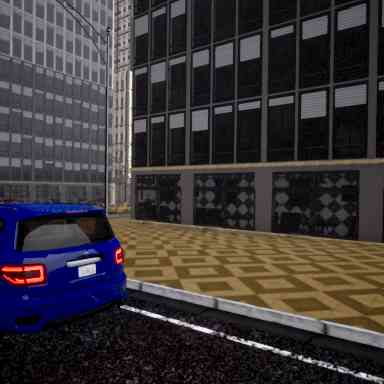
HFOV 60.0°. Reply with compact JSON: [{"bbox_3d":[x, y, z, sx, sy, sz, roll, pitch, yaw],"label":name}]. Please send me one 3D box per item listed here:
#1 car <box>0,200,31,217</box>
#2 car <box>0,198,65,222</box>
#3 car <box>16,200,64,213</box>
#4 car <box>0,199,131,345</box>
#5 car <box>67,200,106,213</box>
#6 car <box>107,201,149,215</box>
[{"bbox_3d":[-18.847,1.616,32.904,1.837,1.490,4.892,1,0,36],"label":"car"},{"bbox_3d":[-14.149,1.519,29.528,2.192,1.841,5.009,1,0,36],"label":"car"},{"bbox_3d":[-17.647,1.643,38.903,1.752,1.417,4.829,1,0,36],"label":"car"},{"bbox_3d":[-3.701,1.218,6.322,5.566,2.045,2.150,0,0,35],"label":"car"},{"bbox_3d":[-12.936,1.762,40.924,1.994,1.385,4.181,1,0,36],"label":"car"},{"bbox_3d":[-7.351,1.830,38.740,1.752,1.417,4.829,1,0,36],"label":"car"}]
